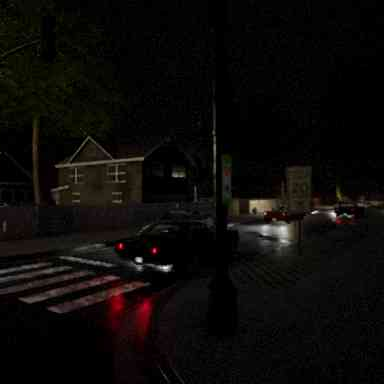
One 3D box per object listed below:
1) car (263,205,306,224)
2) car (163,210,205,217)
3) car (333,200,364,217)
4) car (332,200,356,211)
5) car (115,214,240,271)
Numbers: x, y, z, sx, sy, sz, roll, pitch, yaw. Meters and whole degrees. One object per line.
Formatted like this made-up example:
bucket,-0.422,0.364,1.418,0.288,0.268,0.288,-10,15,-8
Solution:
car,7.284,1.691,26.090,1.895,1.301,4.718,-1,0,36
car,-0.484,1.582,15.396,1.812,1.442,4.674,-1,0,34
car,15.222,1.694,31.996,1.895,1.301,4.718,-1,0,36
car,19.766,1.747,43.125,1.895,1.301,4.718,-1,-1,36
car,-0.210,1.627,11.200,1.895,1.301,4.718,-1,-1,35
